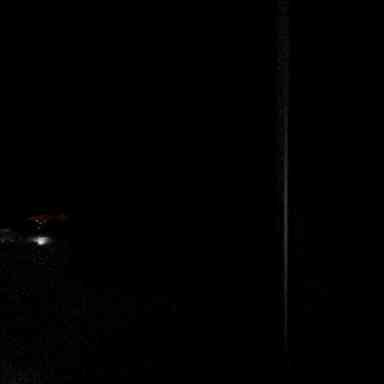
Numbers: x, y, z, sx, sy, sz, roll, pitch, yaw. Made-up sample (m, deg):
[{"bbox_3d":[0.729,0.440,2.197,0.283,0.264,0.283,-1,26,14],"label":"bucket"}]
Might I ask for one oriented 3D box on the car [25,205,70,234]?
[{"bbox_3d":[-7.549,1.539,20.302,1.882,1.535,5.008,0,1,35],"label":"car"}]
